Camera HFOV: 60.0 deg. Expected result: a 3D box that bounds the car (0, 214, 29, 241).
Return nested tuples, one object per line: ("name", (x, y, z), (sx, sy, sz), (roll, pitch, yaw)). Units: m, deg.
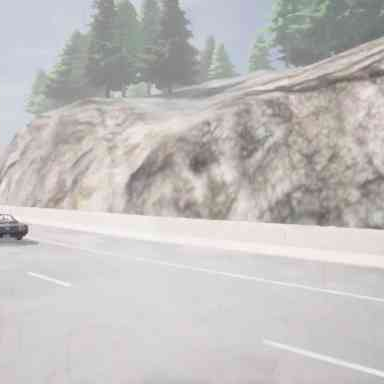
("car", (-9.992, 1.717, 16.476), (4.718, 1.301, 1.895), (0, -1, 41))
